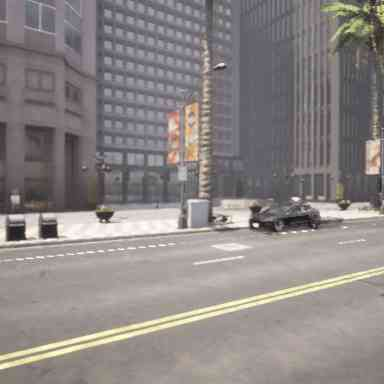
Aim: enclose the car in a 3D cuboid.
[{"bbox_3d":[5.490,1.405,19.485,4.786,1.482,2.161,0,0,-33],"label":"car"}]
